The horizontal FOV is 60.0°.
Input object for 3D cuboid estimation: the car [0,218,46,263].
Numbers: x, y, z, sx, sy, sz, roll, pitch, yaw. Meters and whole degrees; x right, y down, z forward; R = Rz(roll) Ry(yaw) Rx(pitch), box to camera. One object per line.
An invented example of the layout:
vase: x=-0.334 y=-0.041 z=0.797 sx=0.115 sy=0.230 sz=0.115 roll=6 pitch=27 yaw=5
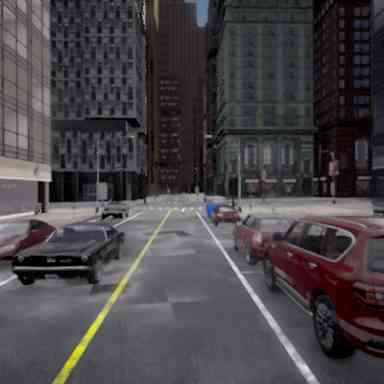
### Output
car: x=-5.954 y=1.598 z=11.367 sx=1.802 sy=1.307 sz=4.206 roll=-1 pitch=0 yaw=-2

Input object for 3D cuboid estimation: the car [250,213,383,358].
car: x=2.718 y=1.299 z=5.953 sx=2.192 sy=1.841 sz=5.009 roll=-1 pitch=0 yaw=-2

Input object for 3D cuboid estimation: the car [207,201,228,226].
car: x=2.261 y=1.547 z=22.894 sx=1.802 sy=1.307 sz=4.206 roll=-1 pitch=0 yaw=-2

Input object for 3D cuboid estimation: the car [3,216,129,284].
car: x=-3.237 y=1.607 z=9.731 sx=1.895 sy=1.301 sz=4.718 roll=0 pitch=0 yaw=-2

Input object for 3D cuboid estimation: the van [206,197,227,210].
van: x=2.105 y=1.298 z=28.540 sx=1.690 sy=1.788 sz=3.998 roll=-1 pitch=0 yaw=-2

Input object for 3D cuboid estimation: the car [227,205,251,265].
car: x=2.566 y=1.419 z=11.600 sx=1.967 sy=1.590 sz=4.097 roll=-1 pitch=0 yaw=-2

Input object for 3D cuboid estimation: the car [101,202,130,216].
car: x=-6.415 y=1.559 z=28.308 sx=1.947 sy=1.339 sz=4.313 roll=-1 pitch=0 yaw=-2
